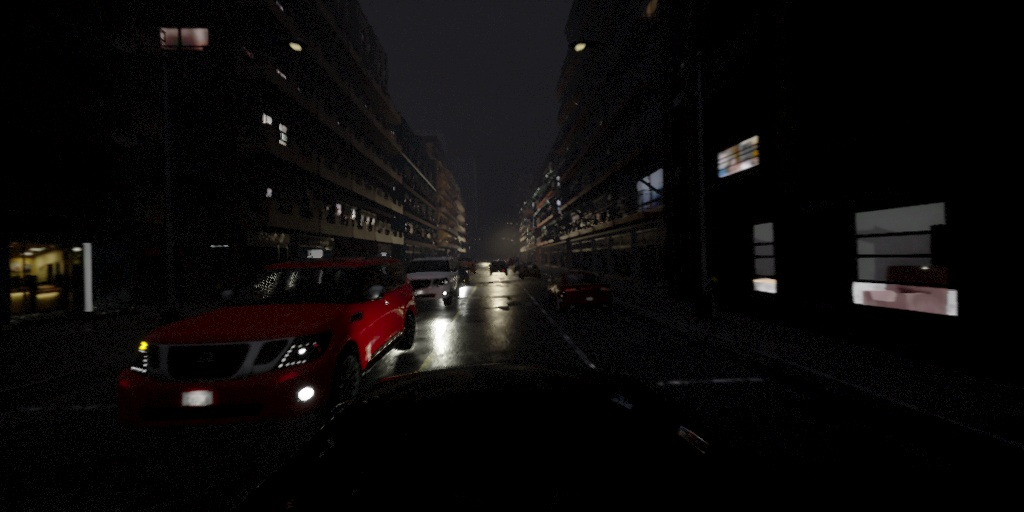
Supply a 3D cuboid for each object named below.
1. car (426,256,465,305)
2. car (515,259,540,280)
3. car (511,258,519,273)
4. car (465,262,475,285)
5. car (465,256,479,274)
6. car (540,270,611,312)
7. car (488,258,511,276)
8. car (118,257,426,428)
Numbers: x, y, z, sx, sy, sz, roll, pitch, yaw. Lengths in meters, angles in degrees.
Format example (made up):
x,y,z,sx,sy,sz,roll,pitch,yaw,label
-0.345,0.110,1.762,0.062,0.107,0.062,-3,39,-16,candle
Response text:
x,y,z,sx,sy,sz,roll,pitch,yaw,label
-3.677,1.049,16.617,2.150,2.045,5.566,-1,0,-3,car
1.503,1.212,30.821,1.751,1.417,4.829,0,0,-3,car
0.993,1.215,42.174,1.751,1.417,4.829,0,0,-3,car
-4.109,1.393,26.706,1.994,1.385,4.181,-1,0,-3,car
-4.347,0.799,33.606,2.097,1.767,4.553,-1,0,-3,car
2.381,1.226,13.629,1.888,1.381,4.507,0,0,-3,car
-1.428,1.256,37.933,1.837,1.490,4.892,-1,0,-3,car
-3.214,1.049,6.276,2.150,2.045,5.566,-1,0,-3,car
